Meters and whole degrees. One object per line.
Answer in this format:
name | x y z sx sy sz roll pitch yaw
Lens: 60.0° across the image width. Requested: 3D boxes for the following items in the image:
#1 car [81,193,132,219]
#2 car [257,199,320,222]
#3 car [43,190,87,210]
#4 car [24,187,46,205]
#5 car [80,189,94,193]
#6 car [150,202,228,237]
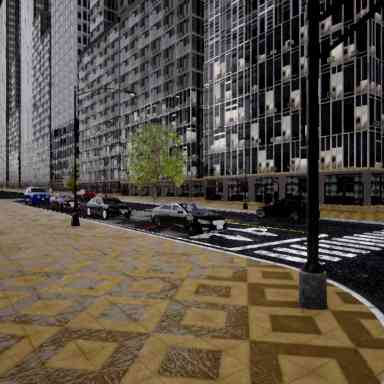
car | -6.111 1.097 24.208 1.837 1.490 4.892 0 1 -38
car | 6.782 1.259 23.797 1.812 1.442 4.674 0 1 -38
car | -12.347 0.899 32.167 2.128 1.511 4.902 0 1 -38
car | -18.866 0.433 40.572 2.150 2.045 5.566 0 1 -38
car | -17.741 0.352 55.208 2.097 1.767 4.553 0 1 -39
car | -0.268 1.257 16.776 2.128 1.511 4.902 0 1 -38
